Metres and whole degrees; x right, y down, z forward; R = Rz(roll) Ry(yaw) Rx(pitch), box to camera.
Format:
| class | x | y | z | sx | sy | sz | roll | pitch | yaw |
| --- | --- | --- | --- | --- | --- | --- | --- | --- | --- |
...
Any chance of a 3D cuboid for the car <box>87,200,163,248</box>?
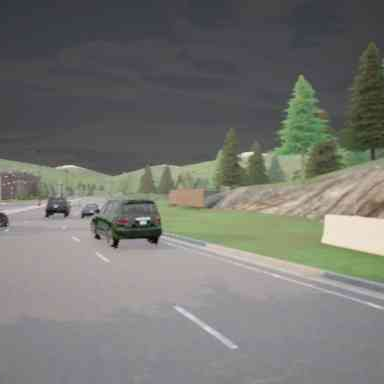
| class | x | y | z | sx | sy | sz | roll | pitch | yaw |
| --- | --- | --- | --- | --- | --- | --- | --- | --- | --- |
| car | -3.291 | 1.386 | 16.103 | 2.150 | 2.045 | 5.566 | 0 | -1 | -28 |

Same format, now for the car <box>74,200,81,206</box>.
| class | x | y | z | sx | sy | sz | roll | pitch | yaw |
| --- | --- | --- | --- | --- | --- | --- | --- | --- | --- |
| car | -22.863 | 2.272 | 65.475 | 1.812 | 1.442 | 4.674 | 0 | 0 | -16 |

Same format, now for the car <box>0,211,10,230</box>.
| class | x | y | z | sx | sy | sz | roll | pitch | yaw |
| --- | --- | --- | --- | --- | --- | --- | --- | --- | --- |
| car | -14.106 | 1.881 | 23.180 | 1.994 | 1.385 | 4.181 | 0 | 0 | -20 |

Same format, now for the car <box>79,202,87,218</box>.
| class | x | y | z | sx | sy | sz | roll | pitch | yaw |
| --- | --- | --- | --- | --- | --- | --- | --- | --- | --- |
| car | -10.701 | 1.955 | 35.491 | 1.994 | 1.385 | 4.181 | 0 | 0 | -16 |

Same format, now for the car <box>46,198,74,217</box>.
| class | x | y | z | sx | sy | sz | roll | pitch | yaw |
| --- | --- | --- | --- | --- | --- | --- | --- | --- | --- |
| car | -14.786 | 1.661 | 36.933 | 2.150 | 2.045 | 5.566 | 0 | 0 | -16 |
